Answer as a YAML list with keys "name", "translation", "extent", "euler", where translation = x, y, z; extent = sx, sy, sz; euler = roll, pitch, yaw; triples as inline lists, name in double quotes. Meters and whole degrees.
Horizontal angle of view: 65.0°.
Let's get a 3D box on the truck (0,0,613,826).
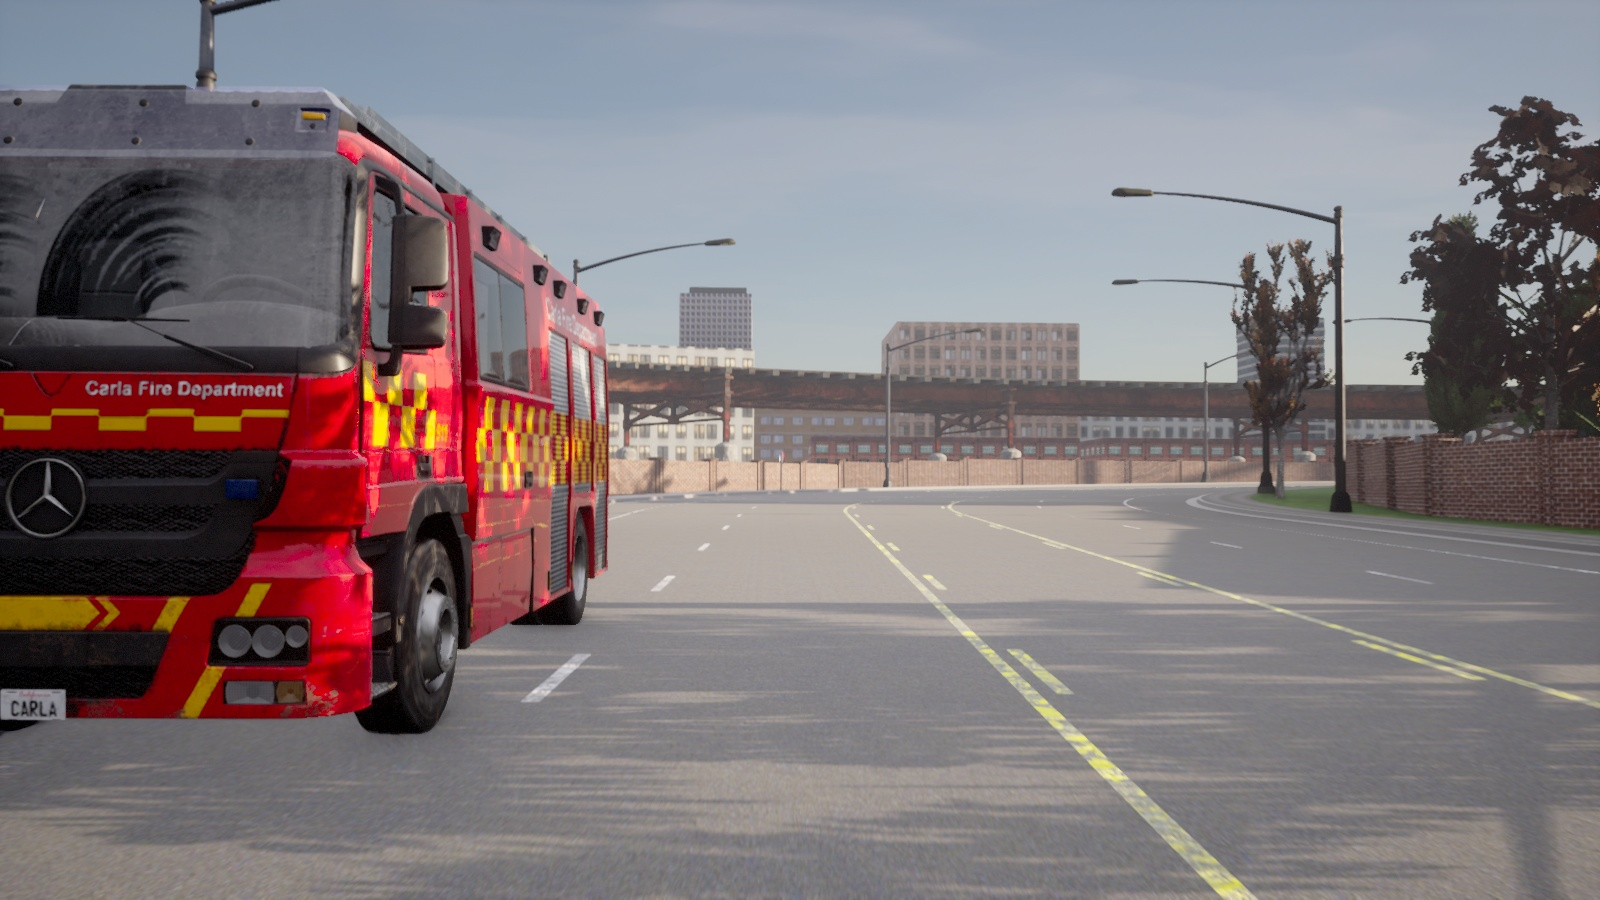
- name: "truck"
  translation: [-3.526, -0.198, 9.805]
  extent: [2.891, 3.827, 8.468]
  euler: [0, -1, 0]
